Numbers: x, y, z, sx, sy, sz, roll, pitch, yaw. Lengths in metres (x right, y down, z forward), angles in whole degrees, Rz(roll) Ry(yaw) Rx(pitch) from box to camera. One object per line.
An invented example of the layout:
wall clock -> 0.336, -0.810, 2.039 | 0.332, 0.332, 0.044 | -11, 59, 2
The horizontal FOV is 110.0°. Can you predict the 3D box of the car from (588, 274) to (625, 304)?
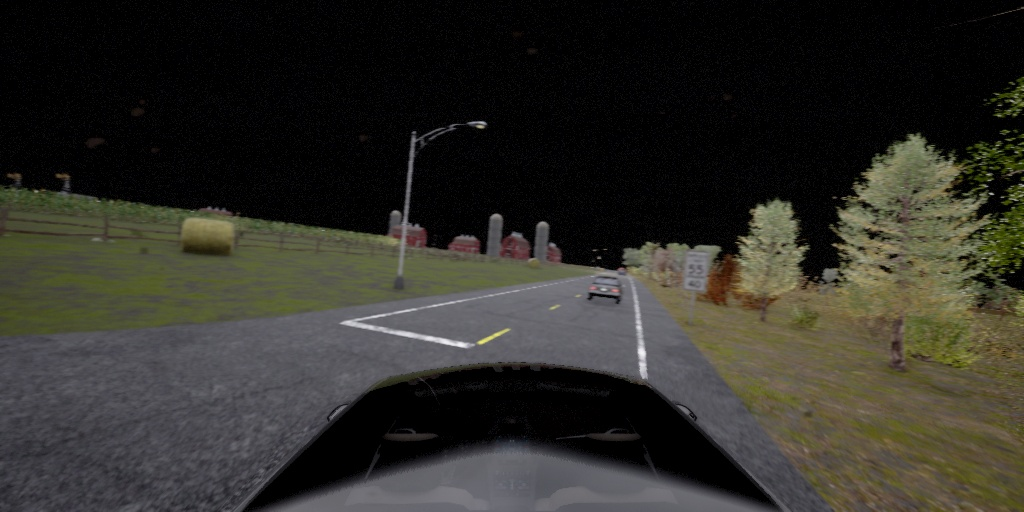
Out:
car -> 5.789, 1.977, 21.915 | 2.033, 1.411, 5.357 | 5, 0, 18
